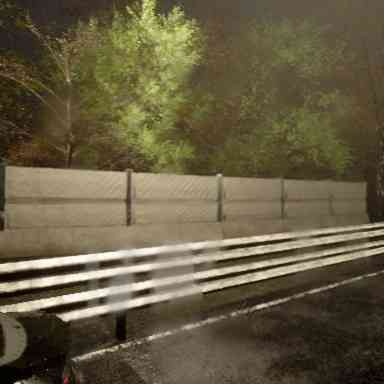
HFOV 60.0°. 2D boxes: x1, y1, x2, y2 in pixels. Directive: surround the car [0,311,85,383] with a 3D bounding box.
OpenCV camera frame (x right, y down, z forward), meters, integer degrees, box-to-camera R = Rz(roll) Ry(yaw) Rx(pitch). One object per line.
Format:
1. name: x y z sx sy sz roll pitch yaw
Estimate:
1. car: -3.032 1.505 1.524 4.892 1.490 1.837 0 0 -35
